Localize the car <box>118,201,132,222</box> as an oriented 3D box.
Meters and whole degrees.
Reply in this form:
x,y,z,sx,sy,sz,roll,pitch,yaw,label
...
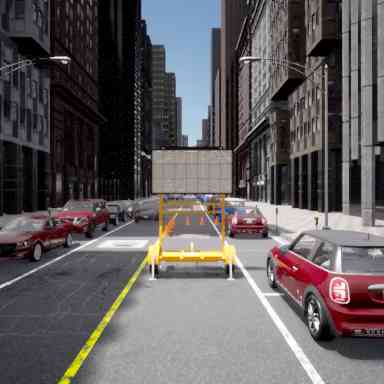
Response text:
x,y,z,sx,sy,sz,roll,pitch,yaw,label
-5.792,1.568,23.395,1.947,1.339,4.313,0,0,0,car

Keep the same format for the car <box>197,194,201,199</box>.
x,y,z,sx,sy,sz,roll,pitch,yaw,label
2.665,1.554,74.146,1.887,1.381,4.507,0,0,0,car

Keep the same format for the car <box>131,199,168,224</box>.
x,y,z,sx,sy,sz,roll,pitch,yaw,label
-3.135,1.507,25.168,1.837,1.490,4.892,0,0,0,car

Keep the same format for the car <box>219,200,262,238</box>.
x,y,z,sx,sy,sz,roll,pitch,yaw,label
2.741,1.442,17.779,1.967,1.590,4.097,0,0,0,car

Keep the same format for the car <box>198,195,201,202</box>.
x,y,z,sx,sy,sz,roll,pitch,yaw,label
2.680,1.573,62.873,1.947,1.339,4.313,0,0,0,car

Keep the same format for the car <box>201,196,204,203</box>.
x,y,z,sx,sy,sz,roll,pitch,yaw,label
2.703,1.571,45.963,1.947,1.339,4.313,0,0,0,car

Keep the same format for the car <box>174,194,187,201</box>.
x,y,z,sx,sy,sz,roll,pitch,yaw,label
-3.120,1.581,89.052,1.994,1.385,4.181,0,0,0,car

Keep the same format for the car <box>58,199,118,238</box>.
x,y,z,sx,sy,sz,roll,pitch,yaw,label
-5.784,1.316,17.758,2.192,1.841,5.009,0,0,0,car

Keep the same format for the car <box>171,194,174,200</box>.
x,y,z,sx,sy,sz,roll,pitch,yaw,label
-5.882,1.333,91.031,2.192,1.841,5.009,0,0,0,car

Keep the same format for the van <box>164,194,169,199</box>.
x,y,z,sx,sy,sz,roll,pitch,yaw,label
-5.844,1.348,62.849,1.690,1.788,3.998,0,0,0,van

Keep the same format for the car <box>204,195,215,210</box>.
x,y,z,sx,sy,sz,roll,pitch,yaw,label
2.719,1.318,34.690,2.192,1.841,5.009,0,0,0,car

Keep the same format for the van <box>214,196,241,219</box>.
x,y,z,sx,sy,sz,roll,pitch,yaw,label
2.733,1.343,23.416,1.690,1.788,3.998,0,0,0,van

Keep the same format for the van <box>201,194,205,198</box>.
x,y,z,sx,sy,sz,roll,pitch,yaw,label
2.696,1.347,51.600,1.690,1.788,3.998,0,0,0,van

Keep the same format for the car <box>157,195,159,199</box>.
x,y,z,sx,sy,sz,roll,pitch,yaw,label
-5.822,1.530,45.770,1.752,1.417,4.829,0,0,0,car

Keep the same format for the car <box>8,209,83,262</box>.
x,y,z,sx,sy,sz,roll,pitch,yaw,label
-5.777,1.546,12.122,1.887,1.381,4.507,0,0,0,car

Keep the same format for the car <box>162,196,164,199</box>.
x,y,z,sx,sy,sz,roll,pitch,yaw,label
-5.829,1.445,51.576,1.967,1.590,4.097,0,0,0,car

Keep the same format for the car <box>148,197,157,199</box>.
x,y,z,sx,sy,sz,roll,pitch,yaw,label
-5.815,1.555,40.304,2.008,1.369,4.403,0,0,0,car

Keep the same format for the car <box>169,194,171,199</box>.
x,y,z,sx,sy,sz,roll,pitch,yaw,label
-5.852,1.533,68.315,1.752,1.417,4.829,0,0,0,car

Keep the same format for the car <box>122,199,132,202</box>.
x,y,z,sx,sy,sz,roll,pitch,yaw,label
-5.799,1.443,29.032,1.967,1.590,4.097,0,0,0,car

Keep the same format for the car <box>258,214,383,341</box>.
x,y,z,sx,sy,sz,roll,pitch,yaw,label
2.755,1.441,6.505,1.967,1.590,4.097,0,0,0,car

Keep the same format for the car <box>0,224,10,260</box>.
x,y,z,sx,sy,sz,roll,pitch,yaw,label
-5.770,1.566,6.486,1.947,1.339,4.313,0,0,0,car

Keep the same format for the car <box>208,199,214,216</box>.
x,y,z,sx,sy,sz,roll,pitch,yaw,label
2.725,1.547,29.052,1.887,1.381,4.507,0,0,0,car

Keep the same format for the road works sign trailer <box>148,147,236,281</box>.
x,y,z,sx,sy,sz,roll,pitch,yaw,label
0.001,0.465,9.865,2.380,3.560,2.880,0,0,0,road works sign trailer
